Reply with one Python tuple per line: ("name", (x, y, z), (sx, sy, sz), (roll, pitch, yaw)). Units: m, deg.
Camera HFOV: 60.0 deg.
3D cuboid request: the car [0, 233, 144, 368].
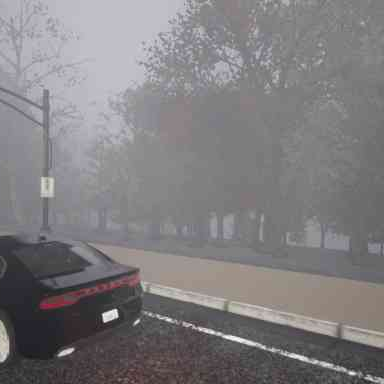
("car", (-3.062, 1.477, 5.863), (5.008, 1.535, 1.882), (0, 0, 37))
